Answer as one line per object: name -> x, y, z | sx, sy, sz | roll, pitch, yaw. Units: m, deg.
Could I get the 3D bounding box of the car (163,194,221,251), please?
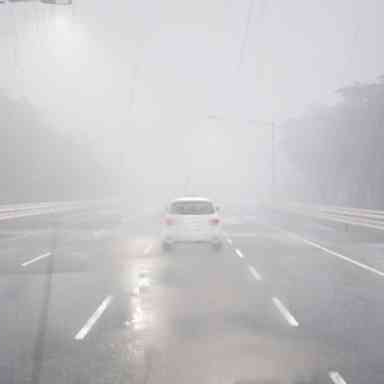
car -> 0.004, 1.245, 14.316 | 2.150, 2.045, 5.566 | 0, 0, 0

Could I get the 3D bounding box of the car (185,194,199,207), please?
car -> 0.017, 1.307, 53.009 | 2.150, 2.045, 5.566 | 0, 0, 0

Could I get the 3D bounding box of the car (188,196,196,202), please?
car -> 0.027, 1.693, 82.118 | 1.994, 1.385, 4.181 | 0, 0, 0
